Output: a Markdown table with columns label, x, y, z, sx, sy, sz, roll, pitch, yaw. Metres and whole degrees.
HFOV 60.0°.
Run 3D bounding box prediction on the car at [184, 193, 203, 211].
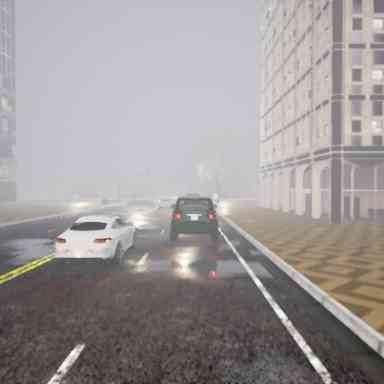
| label | x | y | z | sx | sy | sz | roll | pitch | yaw |
| --- | --- | --- | --- | --- | --- | --- | --- | --- | --- |
| car | 0.117 | 1.168 | 40.393 | 2.150 | 2.045 | 5.566 | 0 | 0 | 0 |

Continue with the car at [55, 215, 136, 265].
| label | x | y | z | sx | sy | sz | roll | pitch | yaw |
| --- | --- | --- | --- | --- | --- | --- | --- | --- | --- |
| car | -3.144 | 1.514 | 11.534 | 1.812 | 1.442 | 4.674 | 0 | 0 | 0 |

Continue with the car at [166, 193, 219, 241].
| label | x | y | z | sx | sy | sz | roll | pitch | yaw |
| --- | --- | --- | --- | --- | --- | --- | --- | --- | --- |
| car | 0.108 | 1.202 | 16.611 | 2.150 | 2.045 | 5.566 | 0 | 0 | 0 |

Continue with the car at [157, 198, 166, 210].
| label | x | y | z | sx | sy | sz | roll | pitch | yaw |
| --- | --- | --- | --- | --- | --- | --- | --- | --- | --- |
| car | -3.133 | 1.470 | 41.567 | 1.812 | 1.442 | 4.674 | 0 | 0 | 0 |
